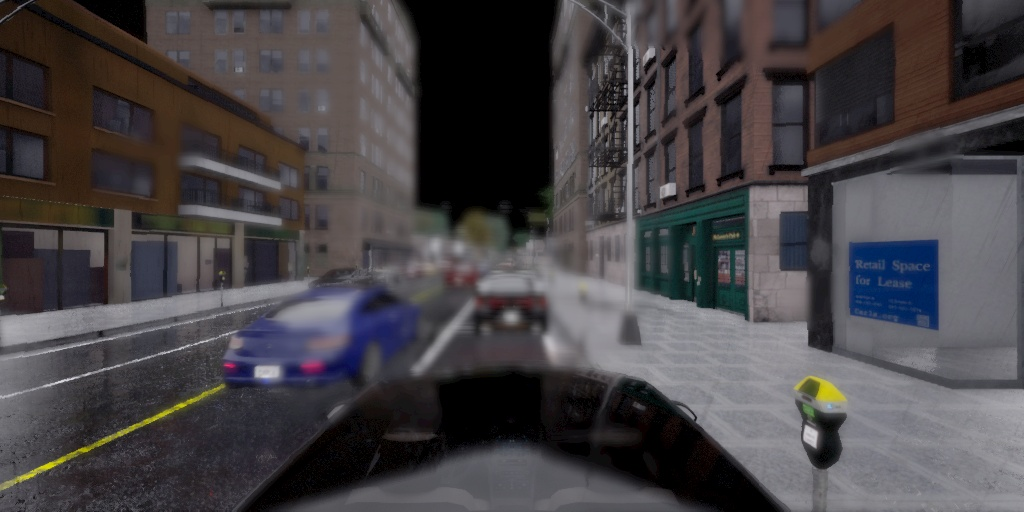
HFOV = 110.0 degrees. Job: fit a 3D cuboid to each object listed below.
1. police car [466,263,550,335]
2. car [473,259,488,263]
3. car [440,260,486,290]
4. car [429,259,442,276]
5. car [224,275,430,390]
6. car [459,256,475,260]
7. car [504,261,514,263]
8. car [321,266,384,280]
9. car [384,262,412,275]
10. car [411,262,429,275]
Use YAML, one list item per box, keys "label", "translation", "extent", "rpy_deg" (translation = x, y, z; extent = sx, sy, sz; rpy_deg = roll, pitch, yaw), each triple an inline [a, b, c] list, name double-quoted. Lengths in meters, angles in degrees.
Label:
- label: "police car"
  translation: [-0.012, 1.175, 10.610]
  extent: [1.930, 1.638, 5.238]
  rpy_deg: [0, 0, 0]
- label: "car"
  translation: [-2.972, 1.325, 36.723]
  extent: [1.994, 1.385, 4.181]
  rpy_deg: [0, 0, 0]
- label: "car"
  translation: [-2.967, 1.229, 22.697]
  extent: [1.882, 1.535, 5.008]
  rpy_deg: [0, 0, 0]
- label: "car"
  translation: [-8.408, 1.285, 34.586]
  extent: [1.751, 1.417, 4.829]
  rpy_deg: [0, 0, 0]
- label: "car"
  translation: [-3.018, 1.275, 6.753]
  extent: [1.812, 1.442, 4.674]
  rpy_deg: [0, 0, 0]
- label: "car"
  translation: [-5.806, 0.991, 46.446]
  extent: [2.150, 2.045, 5.566]
  rpy_deg: [0, 0, 1]
- label: "car"
  translation: [-0.383, 1.281, 29.411]
  extent: [1.751, 1.417, 4.829]
  rpy_deg: [0, 0, 0]
- label: "car"
  translation: [-8.408, 1.316, 18.201]
  extent: [1.948, 1.339, 4.313]
  rpy_deg: [0, 0, 0]
- label: "car"
  translation: [-8.408, 1.302, 23.719]
  extent: [2.007, 1.370, 4.403]
  rpy_deg: [0, 0, 0]
- label: "car"
  translation: [-8.408, 1.195, 29.238]
  extent: [1.967, 1.591, 4.097]
  rpy_deg: [0, 0, 0]
